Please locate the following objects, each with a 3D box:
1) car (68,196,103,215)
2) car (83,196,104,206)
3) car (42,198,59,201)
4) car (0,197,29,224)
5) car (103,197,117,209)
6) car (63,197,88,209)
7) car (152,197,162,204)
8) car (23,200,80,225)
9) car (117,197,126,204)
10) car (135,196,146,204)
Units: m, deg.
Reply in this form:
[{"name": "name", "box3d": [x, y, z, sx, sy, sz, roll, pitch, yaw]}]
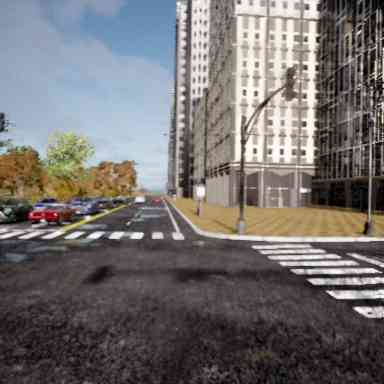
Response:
[{"name": "car", "box3d": [-10.228, 1.215, 31.639, 2.097, 1.767, 4.553, 1, 0, -6]}, {"name": "car", "box3d": [-15.393, 1.358, 52.199, 2.033, 1.411, 5.357, 1, 0, -5]}, {"name": "car", "box3d": [-13.504, 1.328, 31.717, 1.812, 1.442, 4.674, 1, 0, -5]}, {"name": "car", "box3d": [-12.657, 1.154, 22.905, 2.097, 1.767, 4.553, 1, 0, -5]}, {"name": "car", "box3d": [-11.267, 1.430, 42.566, 1.994, 1.385, 4.181, 1, 0, -5]}, {"name": "car", "box3d": [-14.445, 1.369, 41.628, 1.994, 1.385, 4.181, 1, 0, -5]}, {"name": "car", "box3d": [-6.787, 1.564, 64.716, 1.994, 1.385, 4.181, 1, 0, -5]}, {"name": "car", "box3d": [-9.374, 1.463, 22.659, 1.895, 1.301, 4.718, 1, 0, -6]}, {"name": "car", "box3d": [-12.703, 1.531, 58.325, 1.895, 1.301, 4.718, 1, 0, -5]}, {"name": "car", "box3d": [-10.027, 1.465, 64.472, 1.812, 1.442, 4.674, 1, 0, -5]}]
